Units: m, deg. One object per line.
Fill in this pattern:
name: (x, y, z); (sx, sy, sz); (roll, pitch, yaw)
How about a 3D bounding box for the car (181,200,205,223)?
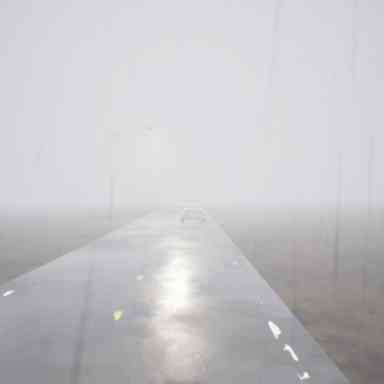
car: (0.095, 1.626, 26.690); (1.812, 1.442, 4.674); (0, 0, 0)
